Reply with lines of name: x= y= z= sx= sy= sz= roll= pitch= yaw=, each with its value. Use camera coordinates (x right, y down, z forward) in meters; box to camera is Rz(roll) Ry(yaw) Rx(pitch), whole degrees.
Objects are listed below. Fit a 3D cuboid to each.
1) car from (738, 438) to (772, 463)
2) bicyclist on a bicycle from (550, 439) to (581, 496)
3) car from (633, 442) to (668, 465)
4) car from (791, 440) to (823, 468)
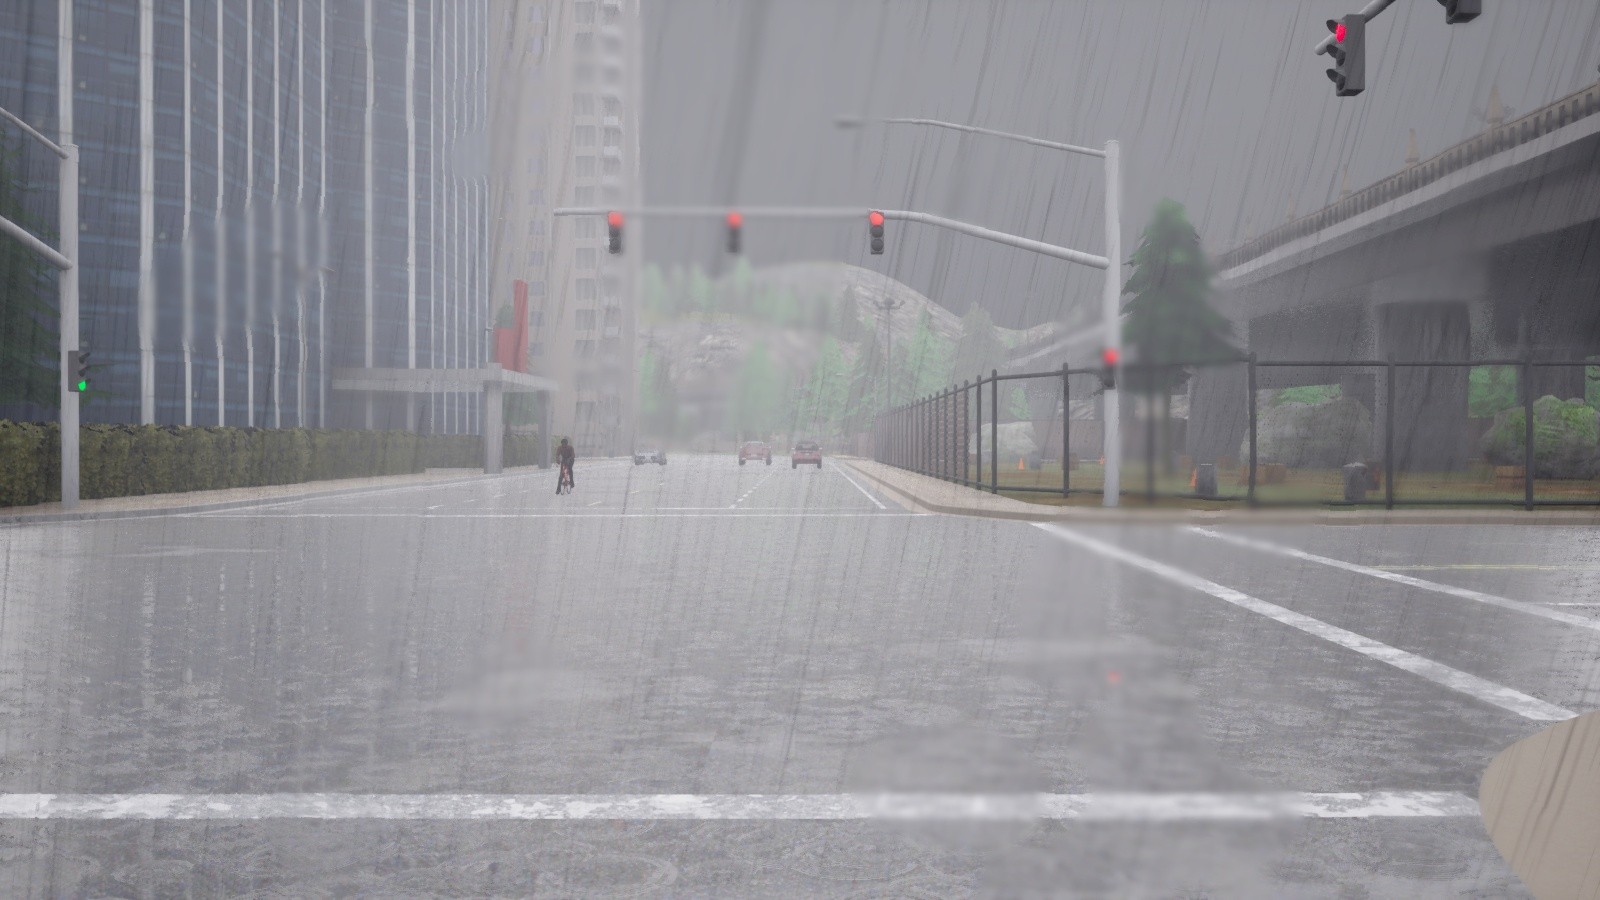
car: x=-3.036 y=0.039 z=85.718 sx=2.152 sy=1.651 sz=5.027 roll=0 pitch=0 yaw=0
bicyclist on a bicycle: x=-6.795 y=0.488 z=36.405 sx=0.582 sy=1.620 sz=1.656 roll=0 pitch=1 yaw=0
car: x=-10.046 y=0.226 z=84.576 sx=1.970 sy=1.475 sz=3.806 roll=0 pitch=0 yaw=0
car: x=0.405 y=0.224 z=74.569 sx=1.851 sy=1.617 sz=3.988 roll=0 pitch=0 yaw=0
